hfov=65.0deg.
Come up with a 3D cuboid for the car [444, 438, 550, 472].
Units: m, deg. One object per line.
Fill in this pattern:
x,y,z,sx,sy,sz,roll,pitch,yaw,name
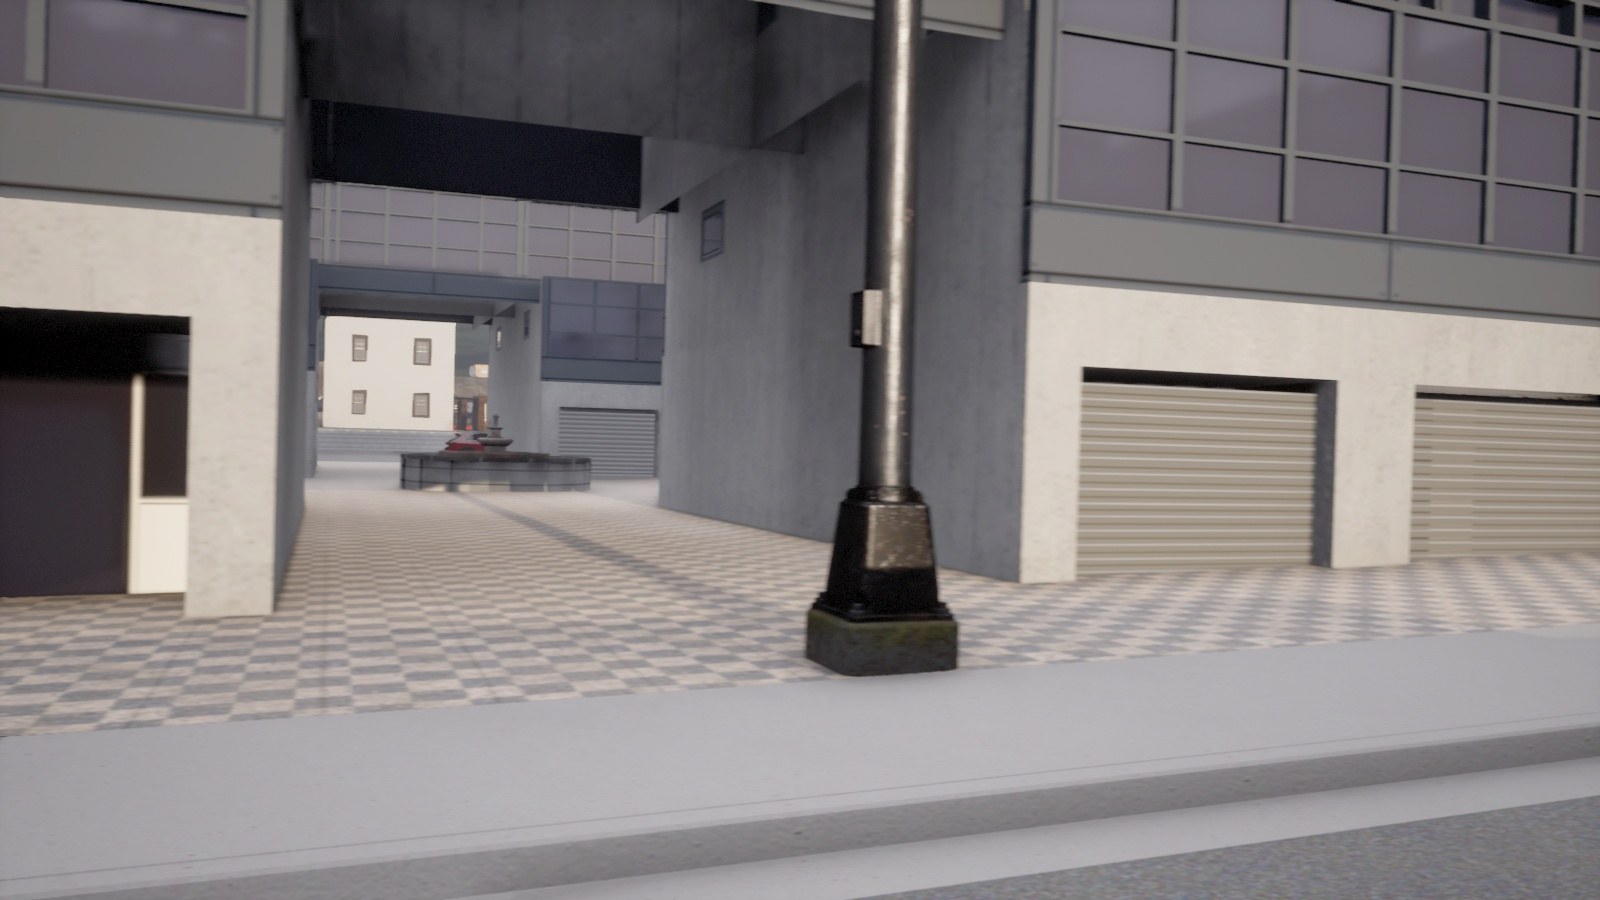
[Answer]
-15.059,0.238,62.415,4.856,1.649,2.033,0,1,-22,car
